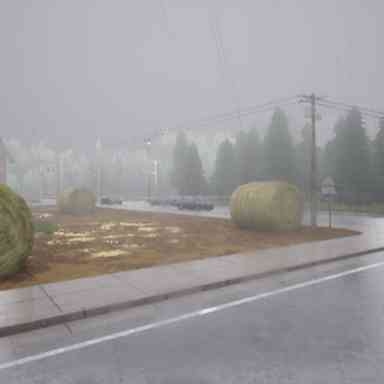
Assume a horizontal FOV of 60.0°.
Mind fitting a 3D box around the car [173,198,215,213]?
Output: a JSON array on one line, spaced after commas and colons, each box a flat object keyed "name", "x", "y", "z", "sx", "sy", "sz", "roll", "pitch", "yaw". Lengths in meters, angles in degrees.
[{"name": "car", "x": 0.316, "y": 1.492, "z": 36.333, "sx": 1.895, "sy": 1.301, "sz": 4.718, "roll": 0, "pitch": 0, "yaw": -38}]

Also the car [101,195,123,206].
[{"name": "car", "x": -12.871, "y": 1.248, "z": 53.209, "sx": 2.097, "sy": 1.767, "sz": 4.553, "roll": 0, "pitch": 0, "yaw": -38}]

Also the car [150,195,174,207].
[{"name": "car", "x": -4.202, "y": 1.223, "z": 47.878, "sx": 2.097, "sy": 1.767, "sz": 4.553, "roll": 0, "pitch": 0, "yaw": -38}]
